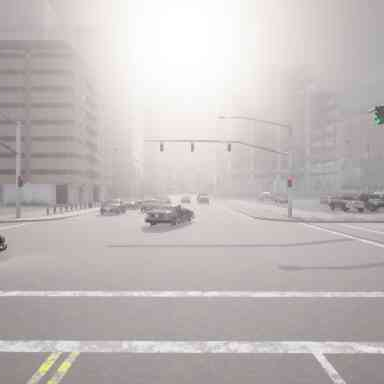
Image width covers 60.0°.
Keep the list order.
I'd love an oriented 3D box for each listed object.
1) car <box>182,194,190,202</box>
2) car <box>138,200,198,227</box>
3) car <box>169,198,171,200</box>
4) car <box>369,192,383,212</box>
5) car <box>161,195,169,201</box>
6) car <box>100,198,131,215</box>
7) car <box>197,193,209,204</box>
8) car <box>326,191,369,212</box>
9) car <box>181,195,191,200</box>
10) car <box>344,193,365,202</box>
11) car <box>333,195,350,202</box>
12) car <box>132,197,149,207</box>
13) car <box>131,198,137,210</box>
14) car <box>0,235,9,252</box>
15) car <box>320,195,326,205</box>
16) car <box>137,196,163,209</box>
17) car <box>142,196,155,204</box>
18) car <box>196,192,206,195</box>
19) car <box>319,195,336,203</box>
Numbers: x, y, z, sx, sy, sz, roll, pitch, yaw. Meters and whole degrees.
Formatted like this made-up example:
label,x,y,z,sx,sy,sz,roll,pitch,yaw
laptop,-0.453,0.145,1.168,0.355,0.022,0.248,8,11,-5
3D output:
label,x,y,z,sx,sy,sz,roll,pitch,yaw
car,-1.298,1.303,74.407,1.882,1.535,5.008,0,0,0
car,-1.436,1.547,23.035,2.033,1.411,5.357,0,0,18
car,-4.727,1.352,55.923,2.097,1.767,4.553,0,0,0
car,19.470,1.156,35.750,1.905,1.878,3.866,0,0,0
car,-4.658,1.352,46.007,2.097,1.767,4.553,0,0,-1
car,-8.061,1.491,34.239,2.128,1.511,4.902,0,0,0
car,2.284,1.477,64.662,1.882,1.535,5.008,0,0,0
car,16.575,1.153,35.790,1.932,1.855,4.605,0,0,0
car,-1.222,1.601,65.336,1.895,1.301,4.718,0,0,0
car,33.363,1.153,68.436,1.932,1.855,4.605,0,0,0
car,30.680,1.364,68.373,1.784,1.438,3.905,0,0,0
car,-8.217,1.564,53.383,1.994,1.385,4.181,0,0,-1
car,-8.130,1.526,43.388,1.812,1.442,4.674,0,0,0
car,-8.963,1.548,10.661,5.357,1.411,2.033,0,0,-1
car,22.090,1.395,53.230,1.970,1.475,3.806,0,0,0
car,-4.584,1.505,36.864,1.837,1.490,4.892,0,0,0
car,-8.256,1.478,63.504,1.882,1.535,5.008,0,0,0
car,2.202,1.051,74.466,2.150,2.045,5.566,0,0,0
car,27.785,1.395,68.360,1.970,1.475,3.806,0,0,0
